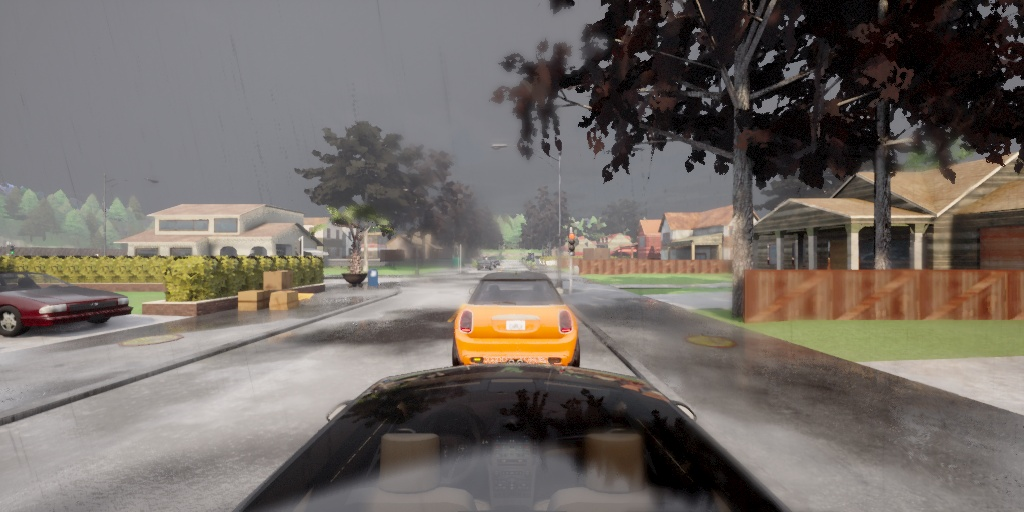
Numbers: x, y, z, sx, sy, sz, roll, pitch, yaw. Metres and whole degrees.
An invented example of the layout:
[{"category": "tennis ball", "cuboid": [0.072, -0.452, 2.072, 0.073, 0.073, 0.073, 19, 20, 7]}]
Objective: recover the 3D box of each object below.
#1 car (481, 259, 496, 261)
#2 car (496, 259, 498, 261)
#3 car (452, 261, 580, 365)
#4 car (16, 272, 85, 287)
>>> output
[{"category": "car", "cuboid": [-3.686, 1.255, 49.935, 1.837, 1.490, 4.892, 0, 0, 1]}, {"category": "car", "cuboid": [-3.581, 1.241, 60.276, 2.128, 1.511, 4.902, 0, 0, 1]}, {"category": "car", "cuboid": [0.097, 1.102, 7.727, 2.097, 1.767, 4.553, 0, 0, 1]}, {"category": "car", "cuboid": [-33.174, 1.314, 26.603, 4.181, 1.385, 1.994, 0, 0, 1]}]
